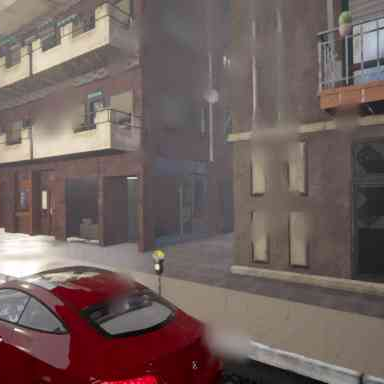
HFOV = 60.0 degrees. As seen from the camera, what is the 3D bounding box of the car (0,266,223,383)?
[{"bbox_3d":[-1.633,1.583,4.011,4.206,1.307,1.802,0,-1,35],"label":"car"}]
